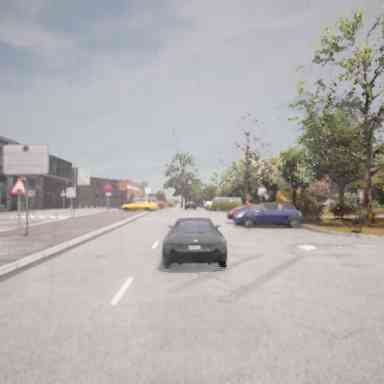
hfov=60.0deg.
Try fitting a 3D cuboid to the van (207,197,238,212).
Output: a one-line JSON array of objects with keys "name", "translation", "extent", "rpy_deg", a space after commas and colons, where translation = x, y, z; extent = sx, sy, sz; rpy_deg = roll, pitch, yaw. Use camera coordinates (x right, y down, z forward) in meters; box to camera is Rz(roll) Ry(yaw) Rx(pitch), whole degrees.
[{"name": "van", "translation": [4.772, 1.738, 46.807], "extent": [4.442, 1.987, 1.878], "rpy_deg": [0, -1, 0]}]

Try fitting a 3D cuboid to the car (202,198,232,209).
[{"name": "car", "translation": [4.689, 2.226, 63.436], "extent": [5.566, 2.045, 2.435], "rpy_deg": [0, -2, -1]}]

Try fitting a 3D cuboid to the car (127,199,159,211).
[{"name": "car", "translation": [-7.379, 1.920, 50.263], "extent": [4.553, 1.767, 2.185], "rpy_deg": [0, -1, -1]}]

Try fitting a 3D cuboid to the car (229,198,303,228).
[{"name": "car", "translation": [5.114, 1.520, 22.842], "extent": [4.553, 1.767, 2.185], "rpy_deg": [0, 0, 0]}]

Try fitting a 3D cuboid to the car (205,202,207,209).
[{"name": "car", "translation": [5.049, 2.029, 49.598], "extent": [5.366, 1.575, 1.946], "rpy_deg": [0, -1, 0]}]

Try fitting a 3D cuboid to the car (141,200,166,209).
[{"name": "car", "translation": [-7.547, 2.424, 65.436], "extent": [4.553, 1.767, 2.185], "rpy_deg": [0, -2, -1]}]

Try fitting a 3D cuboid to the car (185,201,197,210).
[{"name": "car", "translation": [-0.199, 2.303, 57.340], "extent": [1.812, 1.442, 4.674], "rpy_deg": [0, -2, -1]}]

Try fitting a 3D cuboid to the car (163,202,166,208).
[{"name": "car", "translation": [-7.470, 2.077, 59.492], "extent": [5.566, 2.045, 2.435], "rpy_deg": [0, -2, -1]}]

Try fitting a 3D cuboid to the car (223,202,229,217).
[{"name": "car", "translation": [5.041, 1.711, 26.011], "extent": [4.674, 1.452, 2.002], "rpy_deg": [0, 0, 0]}]

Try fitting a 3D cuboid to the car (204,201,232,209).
[{"name": "car", "translation": [4.747, 2.379, 60.760], "extent": [4.892, 1.521, 2.231], "rpy_deg": [0, -2, -1]}]

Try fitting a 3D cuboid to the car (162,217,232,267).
[{"name": "car", "translation": [0.080, 1.580, 11.459], "extent": [1.994, 1.385, 4.181], "rpy_deg": [-1, -1, 0]}]

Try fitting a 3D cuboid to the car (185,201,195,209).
[{"name": "car", "translation": [-0.395, 2.622, 67.211], "extent": [1.882, 1.535, 5.008], "rpy_deg": [0, -2, 2]}]

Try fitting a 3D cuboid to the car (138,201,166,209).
[{"name": "car", "translation": [-7.533, 2.436, 62.398], "extent": [5.008, 1.535, 2.097], "rpy_deg": [0, -2, -1]}]

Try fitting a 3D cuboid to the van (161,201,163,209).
[{"name": "van", "translation": [-7.321, 1.906, 53.303], "extent": [4.442, 1.987, 1.878], "rpy_deg": [0, -2, -1]}]

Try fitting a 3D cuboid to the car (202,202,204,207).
[{"name": "car", "translation": [4.762, 2.026, 57.978], "extent": [5.566, 2.045, 2.435], "rpy_deg": [0, -2, -1]}]

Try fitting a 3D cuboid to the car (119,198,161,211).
[{"name": "car", "translation": [-7.569, 1.971, 47.341], "extent": [5.366, 1.575, 1.946], "rpy_deg": [0, -1, 0]}]
